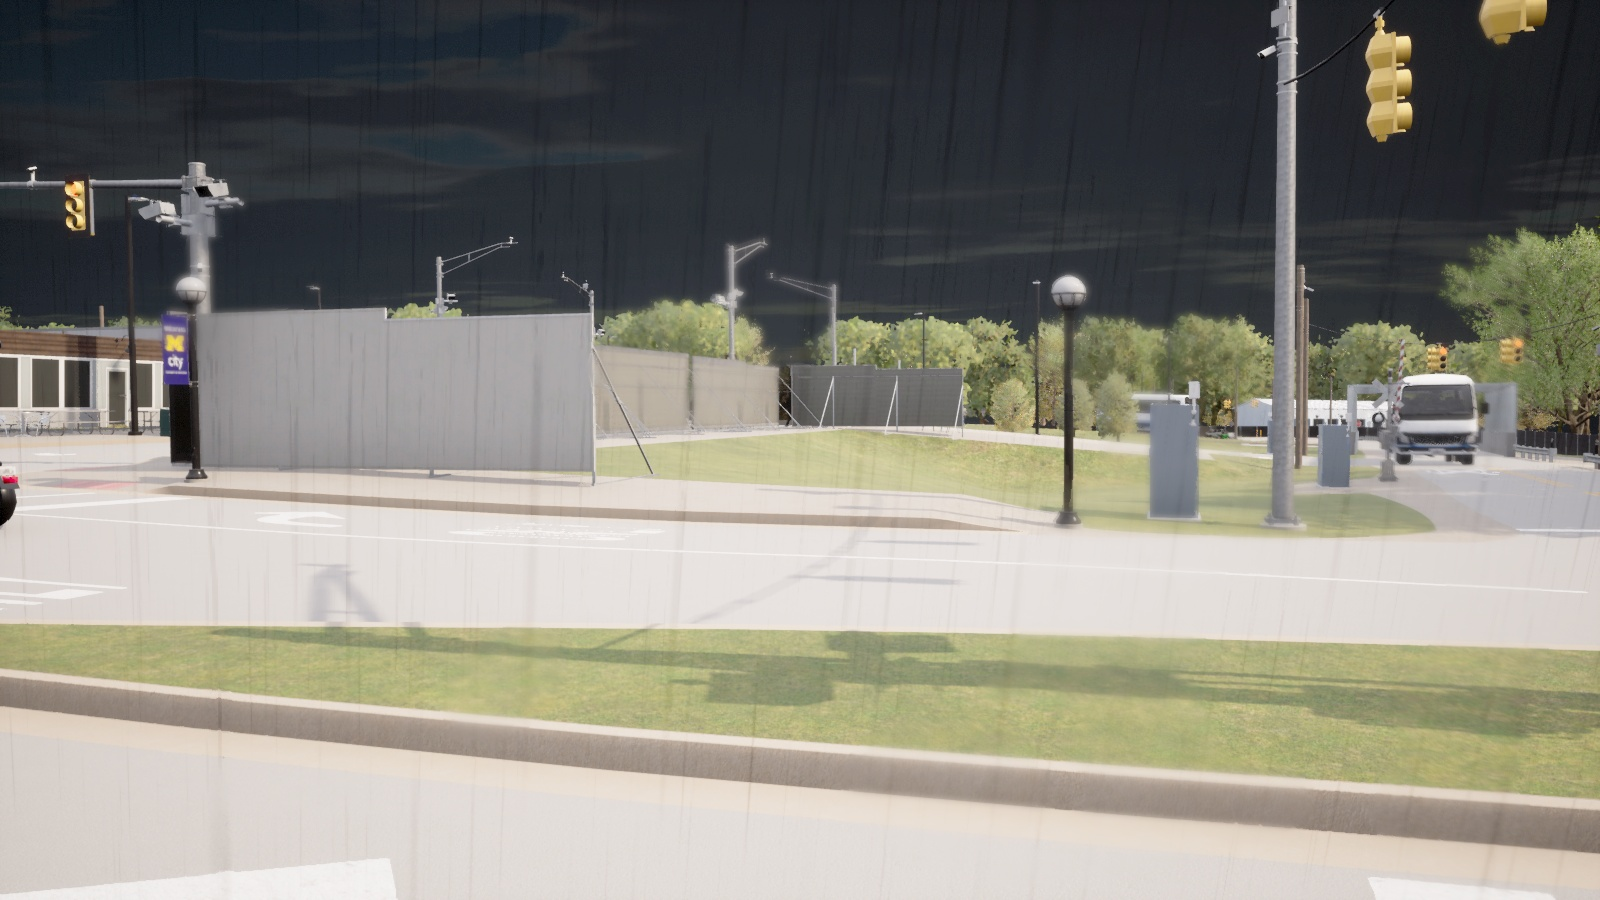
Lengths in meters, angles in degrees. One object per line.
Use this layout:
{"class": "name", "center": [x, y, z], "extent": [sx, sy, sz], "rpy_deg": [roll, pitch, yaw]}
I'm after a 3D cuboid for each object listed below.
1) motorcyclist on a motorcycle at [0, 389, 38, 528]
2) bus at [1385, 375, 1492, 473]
{"class": "motorcyclist on a motorcycle", "center": [-10.608, 0.053, 15.369], "extent": [2.350, 1.649, 0.766], "rpy_deg": [2, 2, 15]}
{"class": "bus", "center": [30.395, -1.218, 60.240], "extent": [3.944, 4.253, 10.273], "rpy_deg": [0, 1, 24]}
